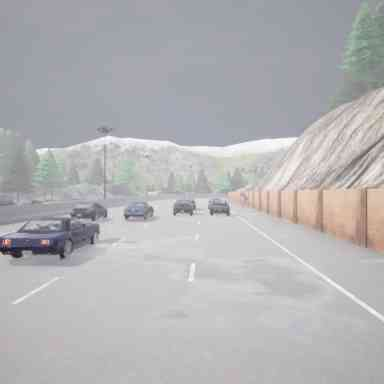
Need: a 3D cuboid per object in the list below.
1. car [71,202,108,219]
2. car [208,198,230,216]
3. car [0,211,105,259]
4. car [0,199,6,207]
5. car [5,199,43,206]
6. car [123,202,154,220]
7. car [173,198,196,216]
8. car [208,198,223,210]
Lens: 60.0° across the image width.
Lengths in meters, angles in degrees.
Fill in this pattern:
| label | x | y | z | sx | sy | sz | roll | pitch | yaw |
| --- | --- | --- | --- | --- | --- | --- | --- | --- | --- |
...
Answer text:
| label | x | y | z | sx | sy | sz | roll | pitch | yaw |
| --- | --- | --- | --- | --- | --- | --- | --- | --- | --- |
| car | -8.056 | 1.525 | 26.251 | 1.812 | 1.442 | 4.674 | 0 | 0 | 2 |
| car | 2.670 | 1.491 | 32.758 | 2.128 | 1.511 | 4.902 | 0 | 0 | 2 |
| car | -5.036 | 1.600 | 12.575 | 1.895 | 1.301 | 4.718 | 0 | 0 | 2 |
| car | -21.789 | 1.515 | 37.216 | 2.128 | 1.511 | 4.902 | 0 | 0 | 2 |
| car | -18.291 | 1.568 | 37.095 | 1.812 | 1.442 | 4.674 | 0 | 0 | 2 |
| car | -4.482 | 1.548 | 28.527 | 2.033 | 1.411 | 5.357 | 0 | 0 | 2 |
| car | -0.823 | 1.505 | 33.027 | 1.837 | 1.490 | 4.892 | 0 | 0 | 2 |
| car | 3.030 | 1.525 | 43.202 | 1.812 | 1.442 | 4.674 | 0 | 0 | 2 |
